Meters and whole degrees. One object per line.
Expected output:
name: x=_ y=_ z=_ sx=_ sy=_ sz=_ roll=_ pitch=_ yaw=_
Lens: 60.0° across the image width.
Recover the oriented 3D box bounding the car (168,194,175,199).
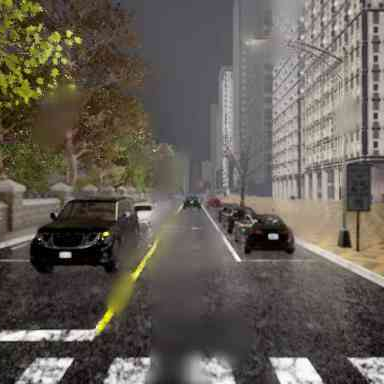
car: x=-5.648 y=1.177 z=91.778 sx=1.752 sy=1.417 sz=4.829 roll=0 pitch=0 yaw=0

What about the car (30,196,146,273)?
car: x=-3.091 y=1.171 z=10.891 sx=2.150 sy=2.045 sz=5.566 roll=0 pitch=0 yaw=0

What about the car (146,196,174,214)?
car: x=-3.061 y=1.379 z=32.923 sx=1.812 sy=1.442 sz=4.674 roll=0 pitch=0 yaw=0

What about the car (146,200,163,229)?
car: x=-3.075 y=1.430 z=20.895 sx=1.812 sy=1.442 sz=4.674 roll=0 pitch=0 yaw=0

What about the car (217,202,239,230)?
car: x=2.700 y=1.480 z=18.725 sx=1.947 sy=1.339 sz=4.313 roll=0 pitch=0 yaw=0

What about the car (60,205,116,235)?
car: x=-5.680 y=1.496 z=18.728 sx=1.802 sy=1.307 sz=4.206 roll=0 pitch=0 yaw=0

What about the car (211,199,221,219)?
car: x=2.703 y=1.455 z=24.357 sx=1.947 sy=1.339 sz=4.313 roll=0 pitch=0 yaw=0

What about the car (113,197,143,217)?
car: x=-5.674 y=1.306 z=29.993 sx=1.967 sy=1.590 sz=4.097 roll=0 pitch=0 yaw=0

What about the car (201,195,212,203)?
car: x=2.720 y=1.289 z=63.783 sx=2.008 sy=1.369 sz=4.403 roll=0 pitch=0 yaw=0

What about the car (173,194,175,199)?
car: x=-5.652 y=1.228 z=80.683 sx=1.887 sy=1.381 sz=4.507 roll=0 pitch=0 yaw=0

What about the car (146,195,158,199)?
car: x=-5.669 y=1.347 z=41.088 sx=1.752 sy=1.417 sz=4.829 roll=0 pitch=0 yaw=0

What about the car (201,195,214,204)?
car: x=2.718 y=1.309 z=58.150 sx=2.008 sy=1.369 sz=4.403 roll=0 pitch=0 yaw=0

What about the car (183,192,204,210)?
car: x=0.018 y=1.177 z=40.278 sx=2.097 sy=1.767 sz=4.553 roll=0 pitch=0 yaw=0

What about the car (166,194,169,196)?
car: x=-5.663 y=1.303 z=58.154 sx=1.887 sy=1.381 sz=4.507 roll=0 pitch=0 yaw=0

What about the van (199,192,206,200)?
van: x=2.731 y=1.008 z=86.312 sx=1.690 sy=1.788 sz=3.998 roll=0 pitch=0 yaw=0

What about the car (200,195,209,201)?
car: x=2.726 y=1.283 z=75.047 sx=1.802 sy=1.307 sz=4.206 roll=0 pitch=0 yaw=0

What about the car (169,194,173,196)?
car: x=-5.657 y=1.264 z=69.419 sx=1.887 sy=1.381 sz=4.507 roll=0 pitch=0 yaw=0

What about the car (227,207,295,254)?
car: x=2.697 y=1.505 z=13.092 sx=1.947 sy=1.339 sz=4.313 roll=0 pitch=0 yaw=0

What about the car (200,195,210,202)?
car: x=2.723 y=1.301 z=69.415 sx=1.802 sy=1.307 sz=4.206 roll=0 pitch=0 yaw=0

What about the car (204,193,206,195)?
car: x=2.713 y=1.239 z=46.886 sx=1.967 sy=1.590 sz=4.097 roll=0 pitch=0 yaw=0

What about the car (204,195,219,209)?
car: x=2.711 y=1.365 z=41.255 sx=1.887 sy=1.381 sz=4.507 roll=0 pitch=0 yaw=0

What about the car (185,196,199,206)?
car: x=0.025 y=1.350 z=50.615 sx=1.994 sy=1.385 sz=4.181 roll=0 pitch=0 yaw=0
